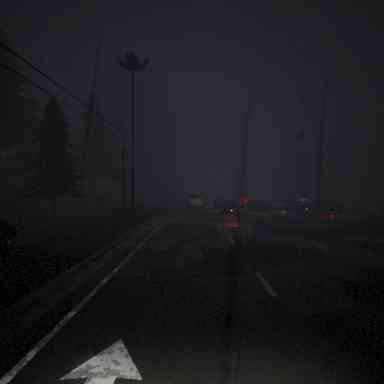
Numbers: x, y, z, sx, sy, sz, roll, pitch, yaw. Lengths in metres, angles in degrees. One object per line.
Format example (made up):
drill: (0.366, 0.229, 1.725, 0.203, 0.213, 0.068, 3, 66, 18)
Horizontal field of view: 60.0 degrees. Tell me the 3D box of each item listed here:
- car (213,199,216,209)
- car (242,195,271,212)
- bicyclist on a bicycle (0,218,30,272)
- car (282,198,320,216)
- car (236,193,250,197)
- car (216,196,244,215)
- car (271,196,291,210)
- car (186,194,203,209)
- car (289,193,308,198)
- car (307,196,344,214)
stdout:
car: (3.824, 1.541, 44.427, 2.033, 1.411, 5.357, 0, 0, 1)
car: (7.313, 1.472, 38.305, 1.882, 1.535, 5.008, 0, 0, 1)
bicyclist on a bicycle: (-5.040, 1.322, 8.658, 1.656, 1.620, 0.582, -2, 0, 0)
car: (10.783, 1.559, 33.176, 1.994, 1.385, 4.181, 0, 0, 0)
car: (7.352, 1.215, 48.317, 2.150, 2.045, 5.566, 0, 0, 1)
car: (3.787, 1.500, 34.053, 1.837, 1.490, 4.892, 0, 0, 0)
car: (10.819, 1.542, 43.265, 2.033, 1.411, 5.357, 0, 0, 0)
car: (0.344, 1.216, 44.644, 2.150, 2.045, 5.566, 0, 0, 1)
car: (14.342, 1.215, 45.555, 2.150, 2.045, 5.566, 0, 0, 0)
car: (14.295, 1.487, 35.307, 2.128, 1.511, 4.902, 0, 0, 0)
